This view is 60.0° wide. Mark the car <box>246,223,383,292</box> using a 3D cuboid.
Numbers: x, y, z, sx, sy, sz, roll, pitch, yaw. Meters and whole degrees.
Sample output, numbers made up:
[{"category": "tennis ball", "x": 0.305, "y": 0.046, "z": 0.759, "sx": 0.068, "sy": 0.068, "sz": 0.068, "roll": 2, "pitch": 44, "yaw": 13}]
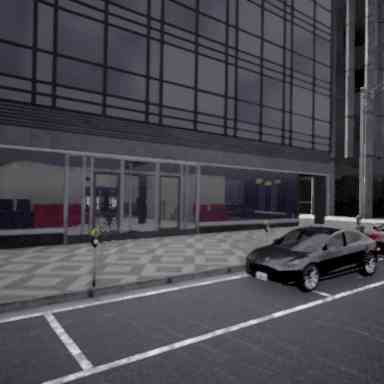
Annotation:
[{"category": "car", "x": 3.449, "y": 1.655, "z": 9.213, "sx": 4.313, "sy": 1.339, "sz": 1.947, "roll": 1, "pitch": 0, "yaw": -35}]
